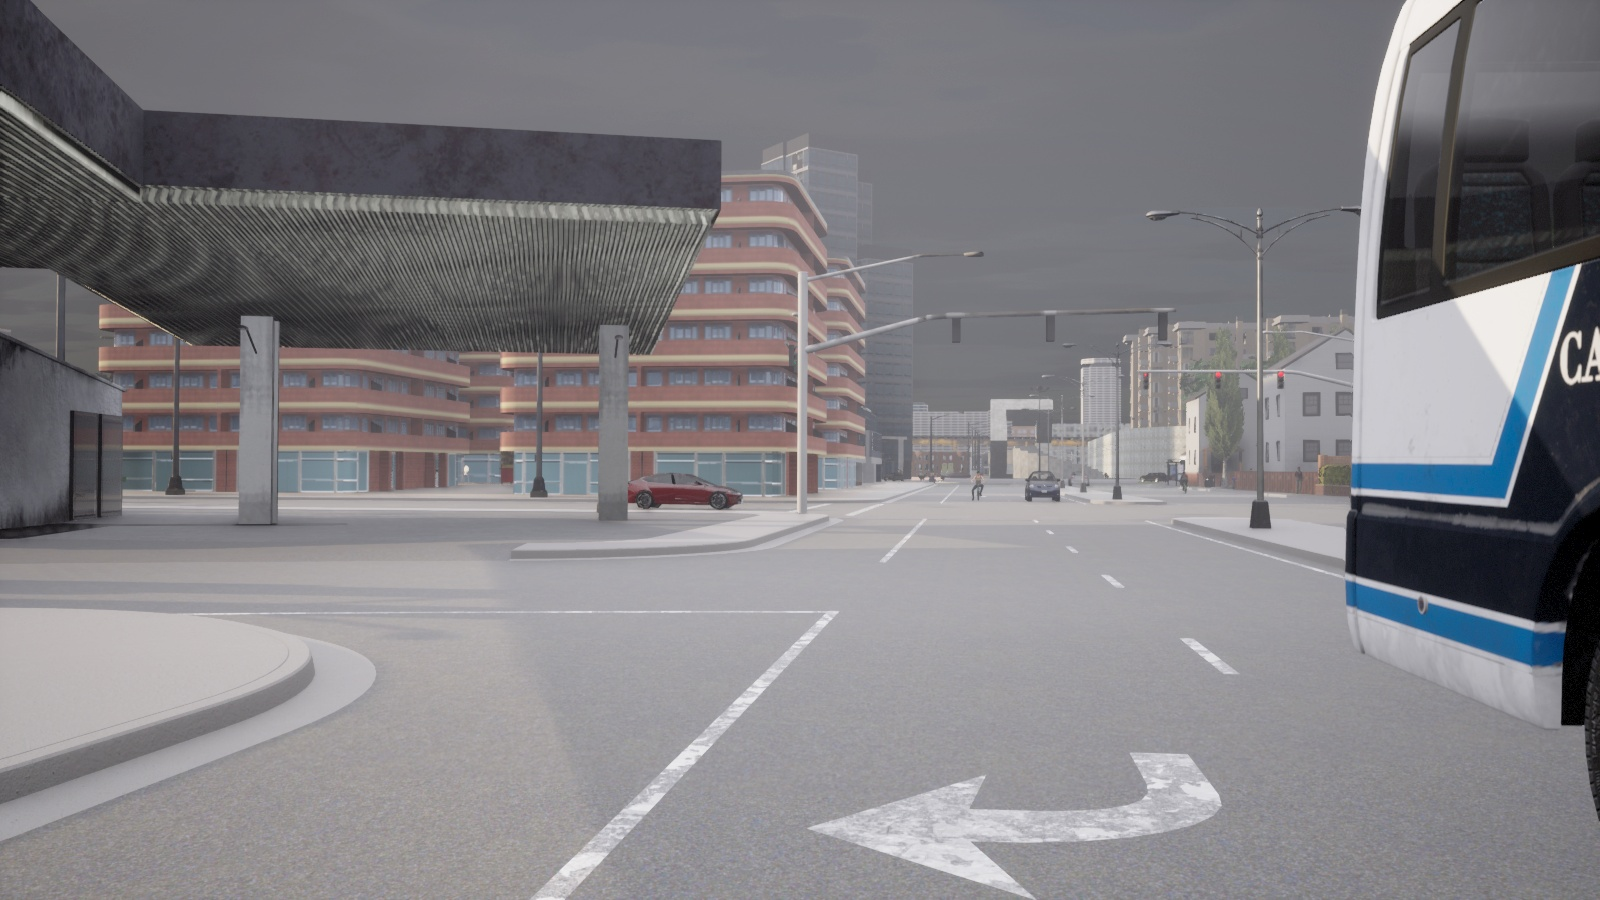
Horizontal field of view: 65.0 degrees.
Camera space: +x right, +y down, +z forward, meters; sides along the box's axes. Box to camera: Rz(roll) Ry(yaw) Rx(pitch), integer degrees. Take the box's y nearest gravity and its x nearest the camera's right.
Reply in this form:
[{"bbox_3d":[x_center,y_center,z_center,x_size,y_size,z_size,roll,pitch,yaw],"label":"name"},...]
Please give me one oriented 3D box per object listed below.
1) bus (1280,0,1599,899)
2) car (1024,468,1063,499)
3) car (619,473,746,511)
[{"bbox_3d":[4.138,-0.555,1.384,3.944,4.253,10.273,0,0,4],"label":"bus"},{"bbox_3d":[13.059,1.793,67.601,1.851,1.617,3.988,0,-1,8],"label":"car"},{"bbox_3d":[-4.718,1.688,50.993,4.792,1.488,2.163,0,-1,7],"label":"car"}]
